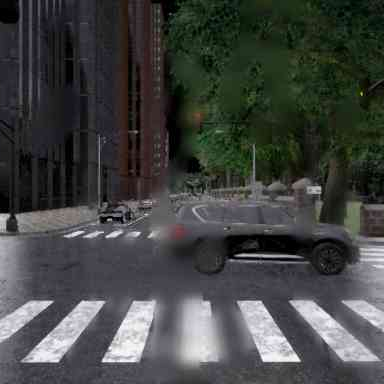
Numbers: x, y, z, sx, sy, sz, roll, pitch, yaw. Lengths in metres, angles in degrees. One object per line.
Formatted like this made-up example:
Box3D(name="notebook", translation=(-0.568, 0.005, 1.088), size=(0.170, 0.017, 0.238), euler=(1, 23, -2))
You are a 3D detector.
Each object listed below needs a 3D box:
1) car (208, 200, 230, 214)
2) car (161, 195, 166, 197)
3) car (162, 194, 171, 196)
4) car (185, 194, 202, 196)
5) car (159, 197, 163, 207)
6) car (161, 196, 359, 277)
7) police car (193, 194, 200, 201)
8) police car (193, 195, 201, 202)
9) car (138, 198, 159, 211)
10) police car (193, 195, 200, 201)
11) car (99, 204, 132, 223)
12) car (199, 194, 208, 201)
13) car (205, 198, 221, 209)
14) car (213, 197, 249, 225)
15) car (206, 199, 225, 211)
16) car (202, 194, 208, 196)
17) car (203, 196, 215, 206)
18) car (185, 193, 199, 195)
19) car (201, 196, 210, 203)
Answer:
Box3D(name="car", translation=(2.868, 1.588, 36.159), size=(1.947, 1.339, 4.313), euler=(0, 0, 0))
Box3D(name="car", translation=(-5.609, 1.623, 52.547), size=(1.802, 1.307, 4.206), euler=(0, 0, 0))
Box3D(name="car", translation=(-5.576, 1.636, 63.462), size=(1.802, 1.307, 4.206), euler=(0, 0, 0))
Box3D(name="car", translation=(0.212, 1.522, 55.280), size=(1.882, 1.535, 5.008), euler=(0, 0, 0))
Box3D(name="car", translation=(-5.625, 1.617, 47.090), size=(1.802, 1.307, 4.206), euler=(0, 0, 0))
Box3D(name="car", translation=(2.011, 1.283, 10.124), size=(5.566, 2.045, 2.150), euler=(1, 0, 0))
Box3D(name="police car", translation=(1.171, 1.522, 92.018), size=(1.930, 1.638, 5.238), euler=(0, 0, 0))
Box3D(name="police car", translation=(1.123, 1.496, 76.018), size=(1.930, 1.638, 5.238), euler=(0, 0, 0))
Box3D(name="car", translation=(-5.641, 1.580, 41.633), size=(2.008, 1.369, 4.403), euler=(0, 0, 0))
Box3D(name="police car", translation=(1.135, 1.512, 86.018), size=(1.930, 1.638, 5.238), euler=(0, 0, 0))
Box3D(name="car", translation=(-5.689, 1.577, 25.262), size=(1.947, 1.339, 4.313), euler=(0, 0, 0))
Box3D(name="car", translation=(3.013, 1.400, 85.268), size=(2.192, 1.841, 5.009), euler=(0, 0, 0))
Box3D(name="car", translation=(2.900, 1.586, 47.072), size=(2.008, 1.369, 4.403), euler=(0, 0, 0))
Box3D(name="car", translation=(2.836, 1.326, 25.247), size=(2.192, 1.841, 5.009), euler=(0, 0, 0))
Box3D(name="car", translation=(2.884, 1.579, 41.615), size=(2.008, 1.369, 4.403), euler=(0, 0, 0))
Box3D(name="car", translation=(2.917, 1.481, 52.529), size=(1.967, 1.590, 4.097), euler=(0, 0, 0))
Box3D(name="car", translation=(2.933, 1.487, 57.985), size=(1.967, 1.590, 4.097), euler=(0, 0, 0))
Box3D(name="car", translation=(0.192, 1.278, 65.406), size=(2.150, 2.045, 5.566), euler=(0, 0, 0))
Box3D(name="car", translation=(2.981, 1.593, 74.524), size=(1.752, 1.417, 4.829), euler=(0, 0, 0))
